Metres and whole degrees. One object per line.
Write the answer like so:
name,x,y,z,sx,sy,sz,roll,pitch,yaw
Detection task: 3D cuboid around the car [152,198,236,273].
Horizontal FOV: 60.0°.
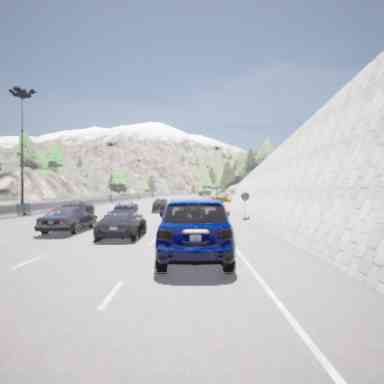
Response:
car,0.086,1.213,10.790,2.150,2.045,5.566,0,0,0

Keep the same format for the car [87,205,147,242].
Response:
car,-3.423,1.554,16.460,1.994,1.385,4.181,0,0,0

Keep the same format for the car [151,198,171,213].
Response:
car,-3.459,1.480,38.038,1.837,1.490,4.892,0,1,0

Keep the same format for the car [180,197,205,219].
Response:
car,0.055,1.328,29.603,2.097,1.767,4.553,0,0,0

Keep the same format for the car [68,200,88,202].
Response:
car,-10.446,1.478,30.789,2.128,1.511,4.902,0,0,0

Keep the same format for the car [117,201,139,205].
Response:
car,-6.955,1.580,35.773,1.895,1.301,4.718,0,0,0

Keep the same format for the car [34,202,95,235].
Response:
car,-6.928,1.540,18.820,2.033,1.411,5.357,0,0,0
